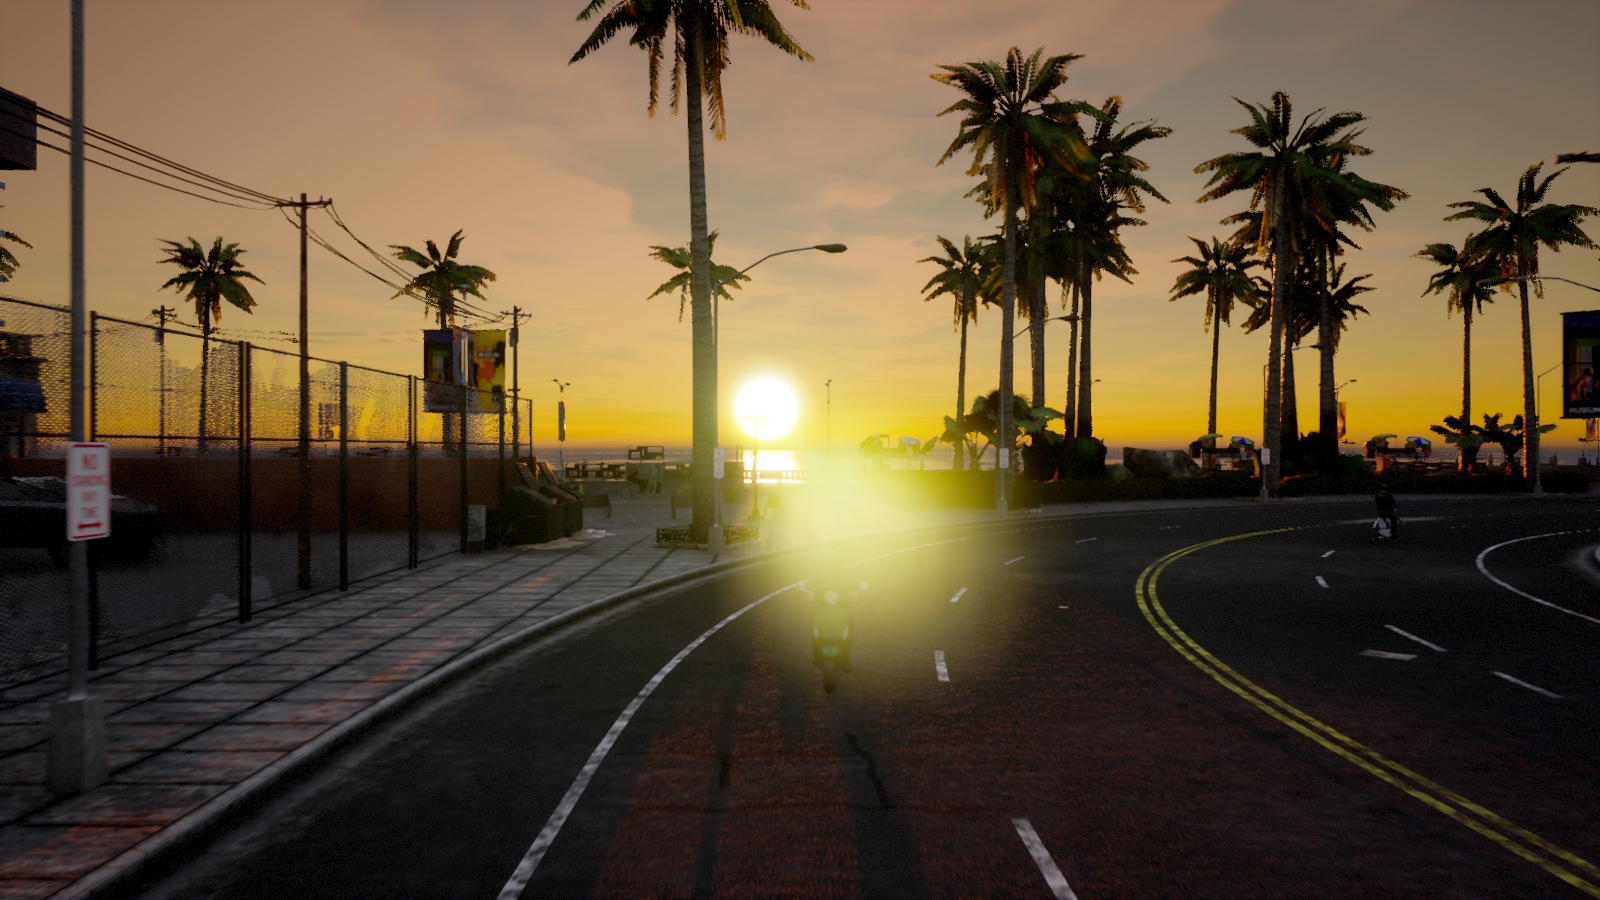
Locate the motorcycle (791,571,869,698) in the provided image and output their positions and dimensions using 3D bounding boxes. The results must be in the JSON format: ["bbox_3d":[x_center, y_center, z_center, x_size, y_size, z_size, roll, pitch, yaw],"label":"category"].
[{"bbox_3d":[0.398,2.181,13.845,0.856,1.236,1.805,0,0,4],"label":"motorcycle"}]
